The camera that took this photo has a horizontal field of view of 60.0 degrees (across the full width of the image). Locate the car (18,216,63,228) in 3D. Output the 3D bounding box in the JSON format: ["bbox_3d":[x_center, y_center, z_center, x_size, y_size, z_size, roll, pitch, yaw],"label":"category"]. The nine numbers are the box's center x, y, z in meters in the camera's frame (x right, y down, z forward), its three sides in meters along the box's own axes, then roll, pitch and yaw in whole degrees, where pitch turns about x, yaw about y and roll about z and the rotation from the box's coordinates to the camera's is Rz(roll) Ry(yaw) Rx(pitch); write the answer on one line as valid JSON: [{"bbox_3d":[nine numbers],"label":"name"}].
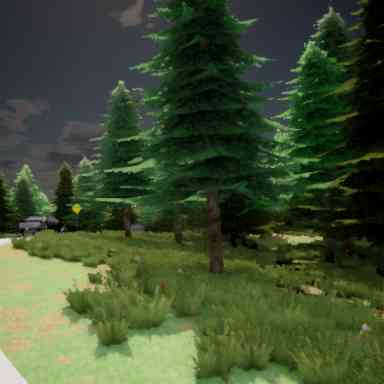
[{"bbox_3d":[-11.706,2.702,26.343,2.128,1.511,4.902,-4,-6,3],"label":"car"}]

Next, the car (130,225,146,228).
[{"bbox_3d":[-7.832,5.107,44.558,2.033,1.411,5.357,-6,-9,39],"label":"car"}]
